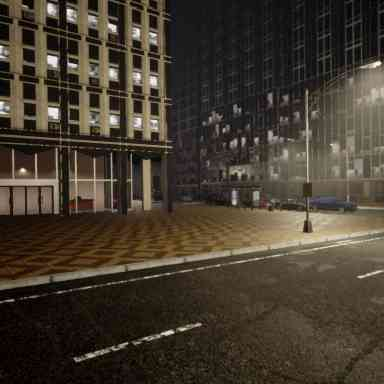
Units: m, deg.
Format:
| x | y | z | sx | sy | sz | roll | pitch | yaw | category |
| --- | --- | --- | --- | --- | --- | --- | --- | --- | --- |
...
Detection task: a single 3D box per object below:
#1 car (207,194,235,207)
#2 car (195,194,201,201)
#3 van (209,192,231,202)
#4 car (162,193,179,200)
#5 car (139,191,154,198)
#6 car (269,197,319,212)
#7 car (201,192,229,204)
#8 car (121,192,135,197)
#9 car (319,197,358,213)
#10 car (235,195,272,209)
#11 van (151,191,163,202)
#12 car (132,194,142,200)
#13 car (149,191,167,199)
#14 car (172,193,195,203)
| x | y | z | sx | sy | sz | roll | pitch | yaw | category |
| --- | --- | --- | --- | --- | --- | --- | --- | --- | --- |
| 4.395 | 1.319 | 44.716 | 1.947 | 1.339 | 4.313 | 0 | 1 | -35 | car |
| 1.669 | 1.043 | 63.539 | 1.802 | 1.307 | 4.206 | 0 | 1 | -35 | car |
| 4.892 | 0.855 | 58.855 | 1.690 | 1.788 | 3.998 | 0 | 1 | -35 | van |
| -4.780 | 0.935 | 72.900 | 1.802 | 1.307 | 4.206 | 0 | 1 | -35 | car |
| -11.228 | 0.685 | 82.259 | 1.967 | 1.590 | 4.097 | 0 | 1 | -35 | car |
| 10.781 | 1.424 | 35.310 | 1.947 | 1.339 | 4.313 | 0 | 1 | -35 | car |
| 3.877 | 1.020 | 50.124 | 2.097 | 1.767 | 4.553 | -1 | 1 | -34 | car |
| -17.676 | 0.688 | 91.621 | 2.008 | 1.369 | 4.403 | 0 | 1 | -35 | car |
| 14.577 | 1.317 | 34.577 | 1.882 | 1.535 | 5.008 | -1 | 1 | -35 | car |
| 7.571 | 1.388 | 40.003 | 1.802 | 1.307 | 4.206 | 0 | 1 | -35 | car |
| -5.233 | 0.937 | 58.784 | 1.690 | 1.788 | 3.998 | 0 | 1 | -35 | van |
| -11.681 | 1.039 | 68.147 | 2.008 | 1.369 | 4.403 | 0 | 1 | -35 | car |
| -8.004 | 0.614 | 77.578 | 2.192 | 1.841 | 5.009 | 0 | 1 | -35 | car |
| -1.924 | 1.098 | 58.629 | 1.812 | 1.442 | 4.674 | -1 | 1 | -34 | car |
